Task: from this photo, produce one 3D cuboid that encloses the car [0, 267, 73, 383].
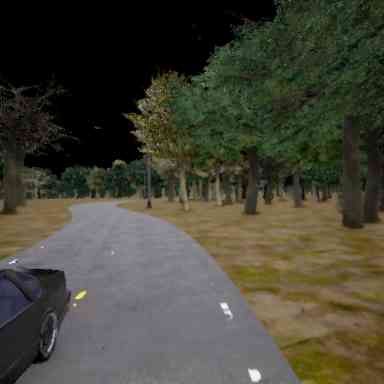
[{"bbox_3d":[-2.764,1.568,3.138,2.033,1.411,5.357,0,0,-2],"label":"car"}]
